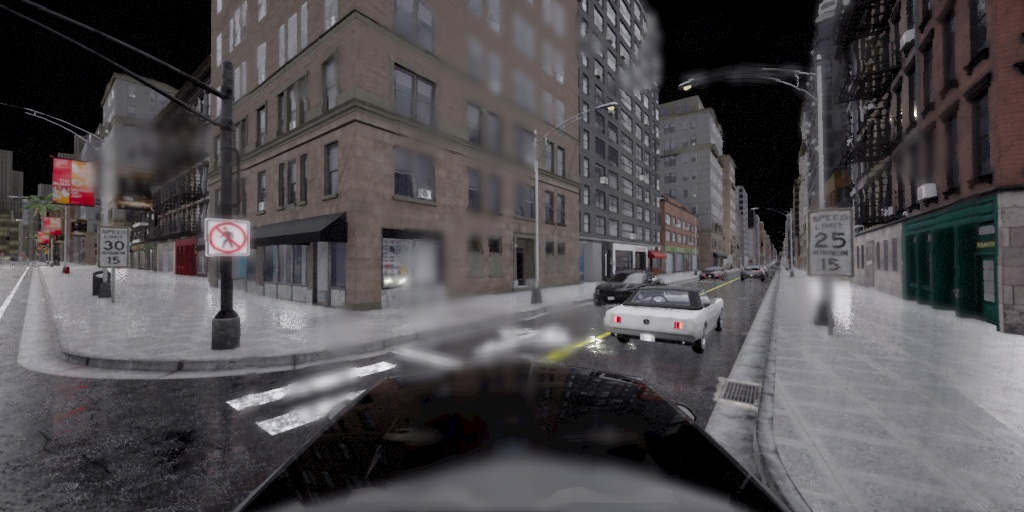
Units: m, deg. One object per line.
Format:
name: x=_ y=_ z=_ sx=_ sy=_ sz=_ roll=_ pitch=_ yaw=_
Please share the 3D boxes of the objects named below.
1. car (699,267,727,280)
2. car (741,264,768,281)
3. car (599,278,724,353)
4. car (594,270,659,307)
car: x=19.540 y=1.710 z=34.796 sx=1.994 sy=1.385 sz=4.181 roll=-1 pitch=-1 yaw=37
car: x=23.556 y=1.620 z=34.965 sx=2.128 sy=1.511 sz=4.902 roll=-1 pitch=-1 yaw=37
car: x=4.141 y=1.423 z=9.201 sx=1.895 sy=1.301 sz=4.718 roll=-1 pitch=-1 yaw=37
car: x=5.355 y=1.400 z=15.983 sx=1.882 sy=1.535 sz=5.008 roll=-1 pitch=-1 yaw=37
